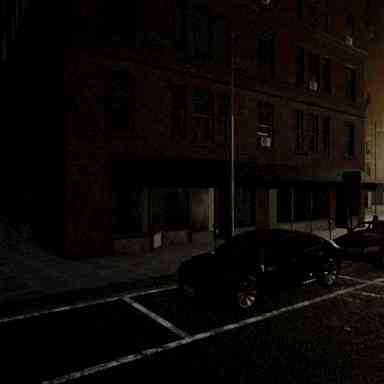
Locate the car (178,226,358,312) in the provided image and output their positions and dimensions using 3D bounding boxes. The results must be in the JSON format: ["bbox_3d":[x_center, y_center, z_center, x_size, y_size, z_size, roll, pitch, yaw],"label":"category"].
[{"bbox_3d":[1.720,1.570,7.745,4.313,1.339,1.947,0,0,-35],"label":"car"}]

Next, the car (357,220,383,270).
[{"bbox_3d":[6.207,1.591,10.928,4.206,1.307,1.802,0,0,-35],"label":"car"}]
